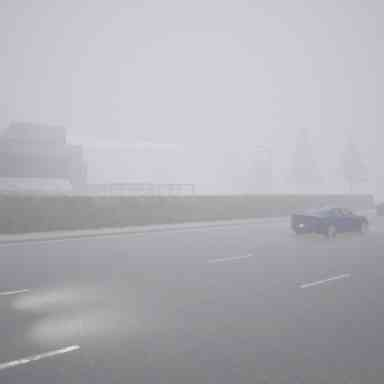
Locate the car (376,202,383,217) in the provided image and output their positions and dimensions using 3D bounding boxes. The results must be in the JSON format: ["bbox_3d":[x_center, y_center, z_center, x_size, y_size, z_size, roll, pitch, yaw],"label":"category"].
[{"bbox_3d":[18.548,1.477,30.200,5.008,1.535,1.882,0,0,-39],"label":"car"}]

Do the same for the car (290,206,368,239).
[{"bbox_3d":[7.325,1.477,17.559,5.008,1.535,1.882,0,0,-35],"label":"car"}]
